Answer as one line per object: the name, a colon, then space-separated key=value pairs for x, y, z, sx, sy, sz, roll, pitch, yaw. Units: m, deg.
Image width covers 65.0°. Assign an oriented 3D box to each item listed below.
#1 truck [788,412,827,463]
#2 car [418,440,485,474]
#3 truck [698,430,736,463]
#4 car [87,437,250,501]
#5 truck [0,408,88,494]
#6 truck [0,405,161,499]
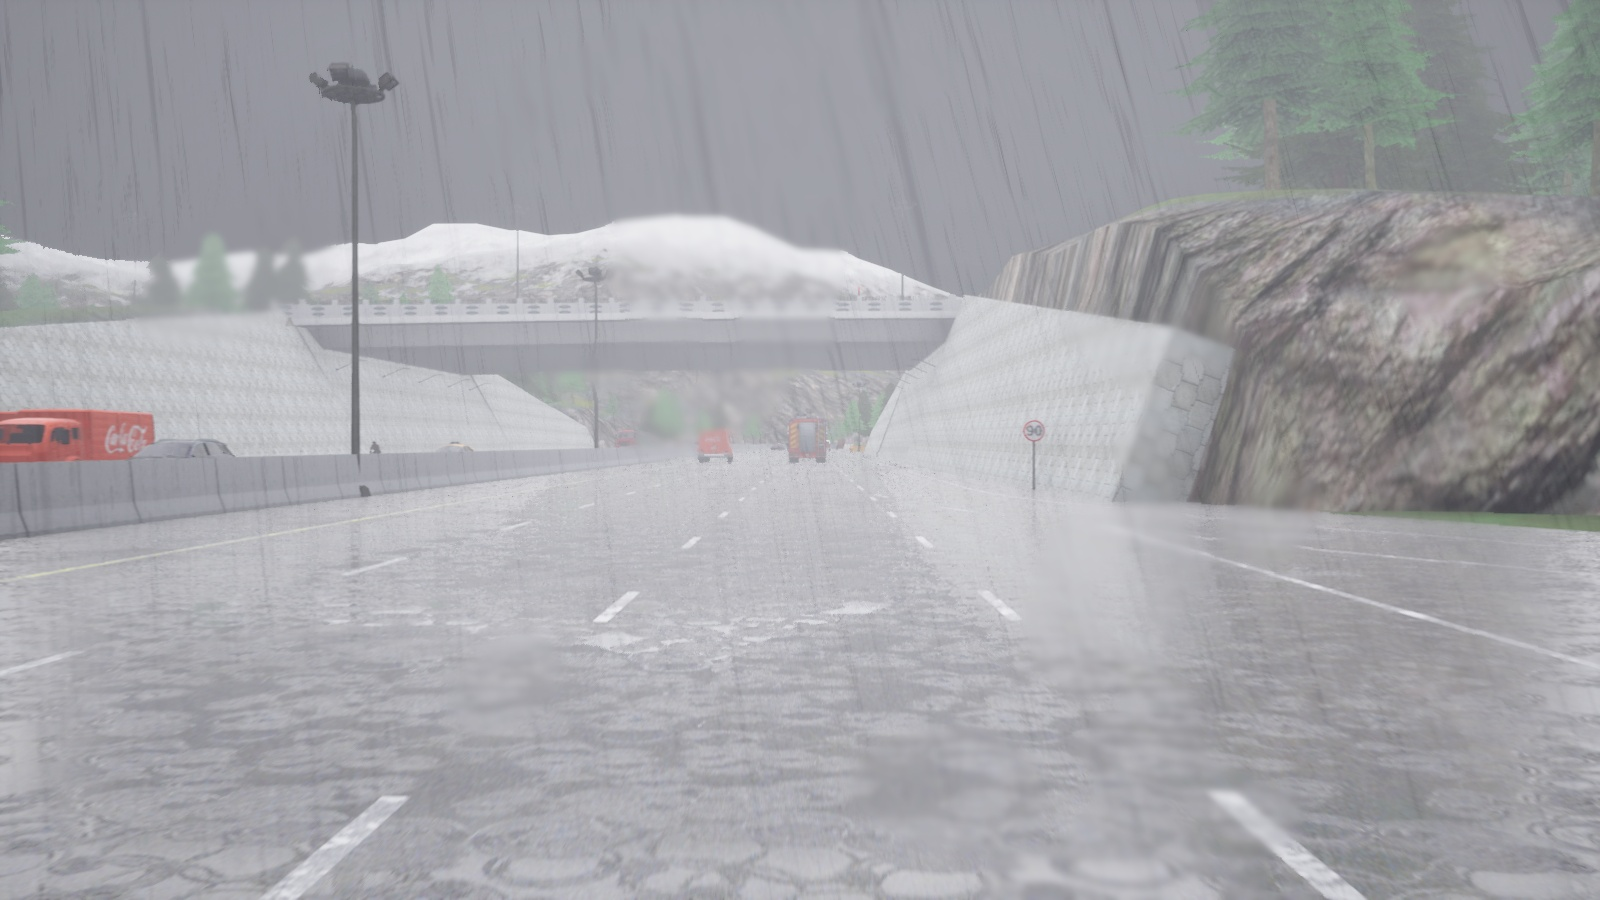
truck: x=0.578 y=-0.975 z=98.820 sx=2.891 sy=3.827 sz=8.468 roll=0 pitch=0 yaw=0
car: x=-17.132 y=0.322 z=62.036 sx=1.801 sy=1.575 sz=5.366 roll=0 pitch=0 yaw=0
truck: x=-6.429 y=-0.292 z=97.733 sx=2.627 sy=2.467 sz=5.204 roll=0 pitch=1 yaw=0
car: x=-17.288 y=0.467 z=34.691 sx=2.033 sy=1.649 sz=4.856 roll=0 pitch=0 yaw=0
truck: x=-24.269 y=0.027 z=37.858 sx=2.627 sy=2.467 sz=5.204 roll=0 pitch=0 yaw=0
truck: x=-20.782 y=0.042 z=35.621 sx=2.627 sy=2.467 sz=5.204 roll=0 pitch=0 yaw=0
